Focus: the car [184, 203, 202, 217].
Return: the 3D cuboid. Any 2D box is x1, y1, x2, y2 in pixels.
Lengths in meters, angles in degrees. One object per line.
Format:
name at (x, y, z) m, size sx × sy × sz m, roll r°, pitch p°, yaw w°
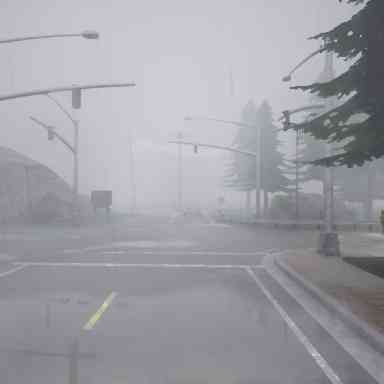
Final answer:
car at (0.038, 1.935, 37.239) m, size 1.812 × 1.442 × 4.674 m, roll 0°, pitch -1°, yaw -1°
